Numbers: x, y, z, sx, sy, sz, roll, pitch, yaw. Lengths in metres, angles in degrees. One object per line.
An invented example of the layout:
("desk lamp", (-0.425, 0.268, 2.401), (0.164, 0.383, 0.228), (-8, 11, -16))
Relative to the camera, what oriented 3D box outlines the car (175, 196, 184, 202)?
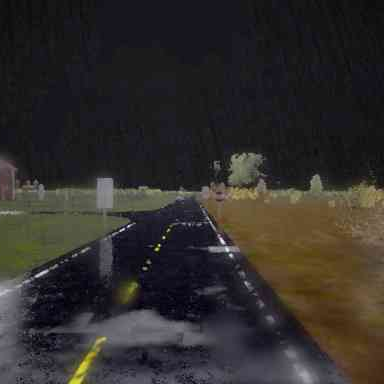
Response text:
("car", (-2.750, 1.523, 76.084), (1.994, 1.385, 4.181), (0, 0, 0))
